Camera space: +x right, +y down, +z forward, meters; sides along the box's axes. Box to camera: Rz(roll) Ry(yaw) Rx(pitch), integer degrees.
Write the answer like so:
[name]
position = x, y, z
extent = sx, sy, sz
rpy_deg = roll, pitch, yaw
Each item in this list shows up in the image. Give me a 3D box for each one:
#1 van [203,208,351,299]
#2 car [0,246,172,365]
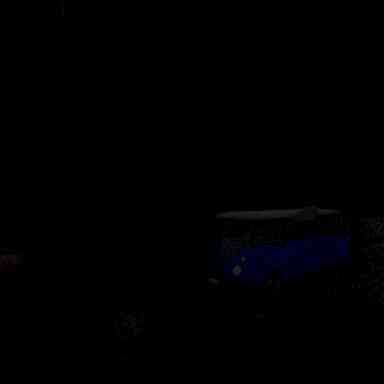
[van]
position = 2.152, 1.313, 8.074
extent = 3.998, 1.788, 1.690
rpy_deg = 0, 0, -35
[car]
position = -2.445, 1.542, 4.794
extent = 4.507, 1.381, 1.887
rpy_deg = 0, 0, -35
